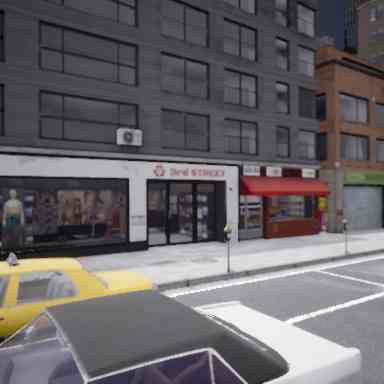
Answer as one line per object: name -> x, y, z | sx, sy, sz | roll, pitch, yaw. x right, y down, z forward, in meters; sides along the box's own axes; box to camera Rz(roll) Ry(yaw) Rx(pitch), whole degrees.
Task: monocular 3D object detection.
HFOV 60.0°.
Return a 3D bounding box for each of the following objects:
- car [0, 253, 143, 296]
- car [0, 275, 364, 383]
car -> -2.769, 1.577, 4.585 | 4.829, 1.417, 1.752 | 1, -2, -33
car -> -0.855, 1.632, 2.520 | 4.718, 1.301, 1.895 | 1, -1, -33
